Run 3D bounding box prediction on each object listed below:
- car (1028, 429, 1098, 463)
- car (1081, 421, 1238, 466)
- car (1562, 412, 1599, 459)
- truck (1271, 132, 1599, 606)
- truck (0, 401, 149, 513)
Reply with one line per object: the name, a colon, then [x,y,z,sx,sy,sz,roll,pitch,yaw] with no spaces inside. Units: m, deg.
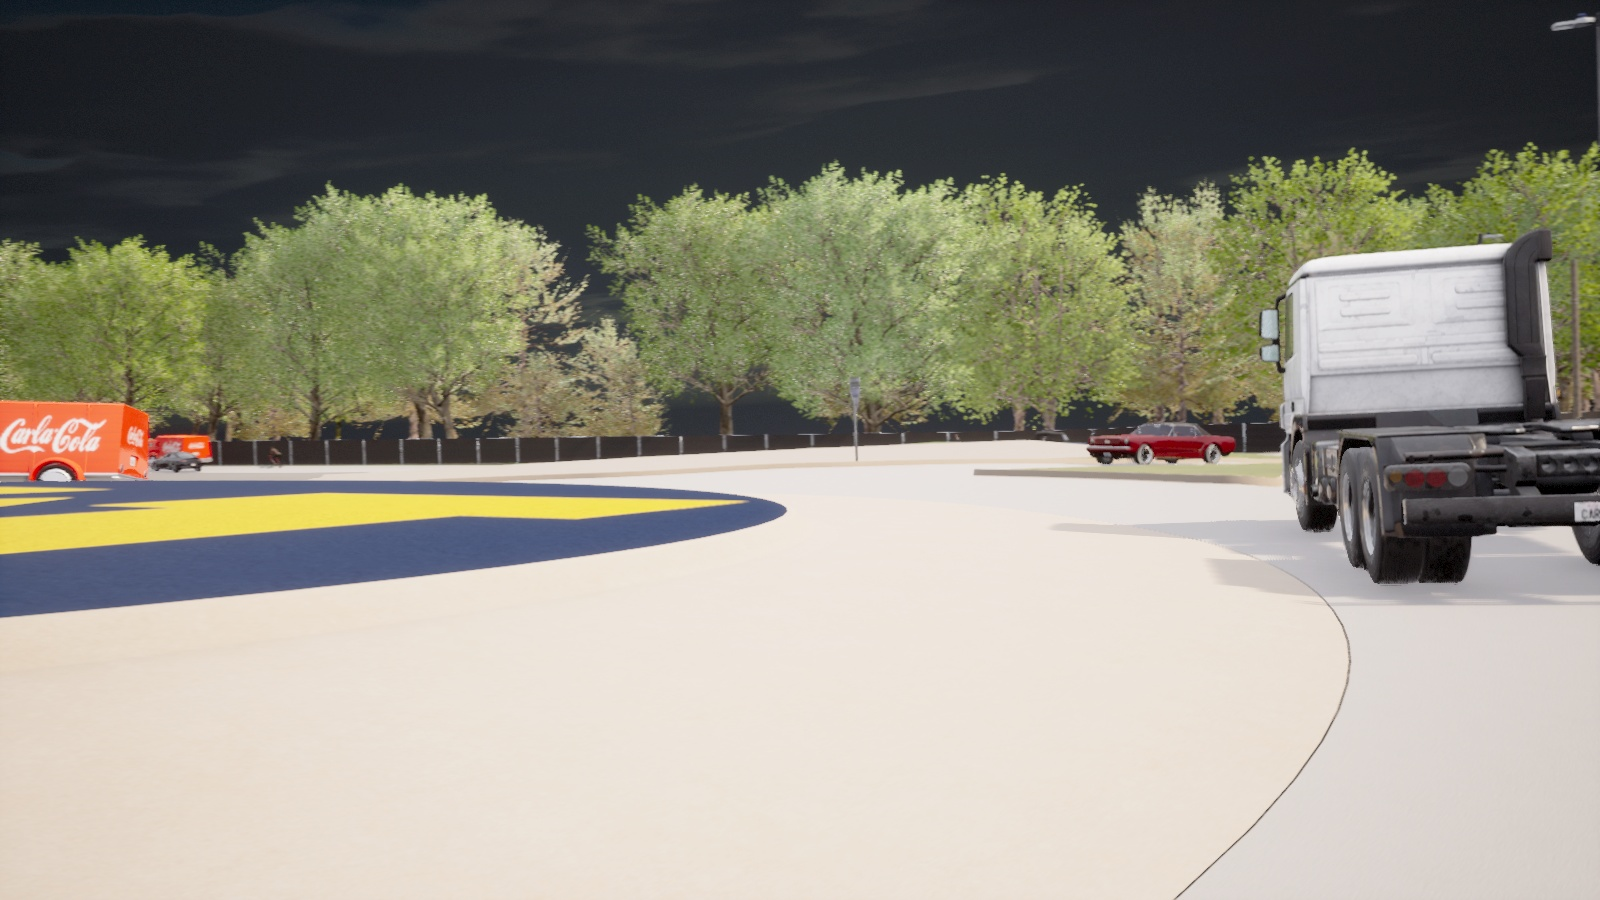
car: [15.928,-0.249,76.041,3.866,1.878,1.905,-2,3,18]
car: [11.142,-0.222,38.839,4.718,1.301,1.895,-1,1,-30]
car: [29.018,-0.499,43.348,5.366,1.575,1.801,0,1,-23]
truck: [6.891,-0.715,13.051,2.891,3.462,7.936,-3,1,16]
truck: [-18.898,0.220,30.164,5.204,2.467,2.627,0,-6,-11]
